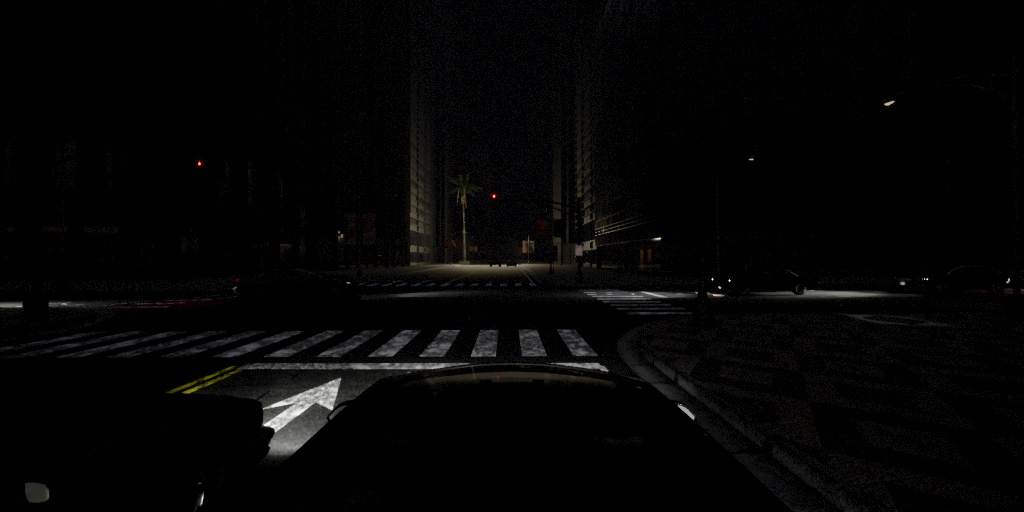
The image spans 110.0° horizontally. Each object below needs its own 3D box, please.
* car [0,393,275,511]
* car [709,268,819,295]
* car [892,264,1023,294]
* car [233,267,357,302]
[{"bbox_3d":[-3.176,1.297,0.710,2.033,1.411,5.357,0,0,4],"label":"car"},{"bbox_3d":[12.996,1.316,18.734,4.718,1.301,1.895,0,0,-2],"label":"car"},{"bbox_3d":[23.002,1.173,18.900,4.902,1.511,2.128,0,0,-1],"label":"car"},{"bbox_3d":[-9.955,1.259,16.779,4.902,1.511,2.128,0,0,-24],"label":"car"}]
